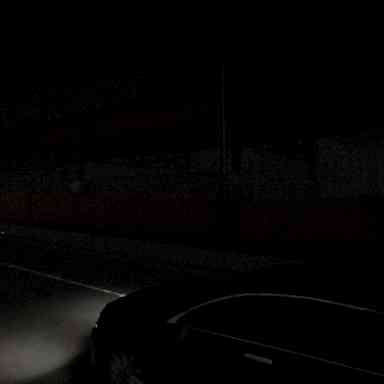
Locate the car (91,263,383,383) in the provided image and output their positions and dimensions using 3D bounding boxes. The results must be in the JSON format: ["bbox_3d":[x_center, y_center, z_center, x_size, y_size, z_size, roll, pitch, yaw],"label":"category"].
[{"bbox_3d":[1.050,1.499,3.242,4.892,1.490,1.837,1,0,35],"label":"car"}]
